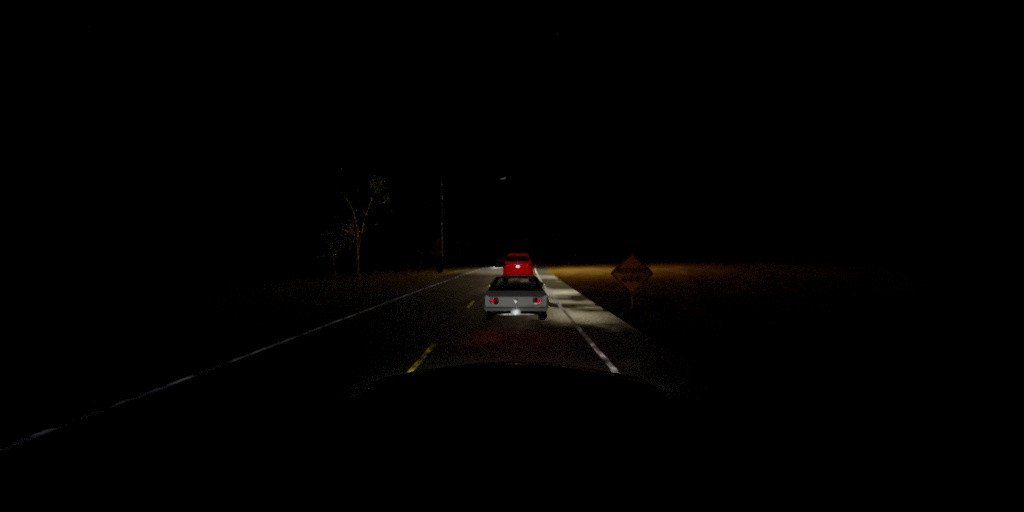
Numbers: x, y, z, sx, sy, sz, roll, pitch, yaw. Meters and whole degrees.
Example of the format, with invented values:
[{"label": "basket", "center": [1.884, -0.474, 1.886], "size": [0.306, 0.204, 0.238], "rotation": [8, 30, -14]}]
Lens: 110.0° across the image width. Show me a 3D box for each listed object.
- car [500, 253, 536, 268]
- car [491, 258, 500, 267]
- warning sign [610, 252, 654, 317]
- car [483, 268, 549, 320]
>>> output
[{"label": "car", "center": [0.513, 0.802, 27.698], "size": [2.150, 2.045, 5.566], "rotation": [0, 1, 2]}, {"label": "car", "center": [-1.873, 0.964, 53.748], "size": [1.994, 1.385, 4.181], "rotation": [0, 0, 4]}, {"label": "warning sign", "center": [3.608, 0.807, 10.814], "size": [1.300, 1.860, 1.060], "rotation": [0, 0, 1]}, {"label": "car", "center": [0.155, 1.281, 12.340], "size": [1.895, 1.301, 4.718], "rotation": [0, 0, 1]}]
